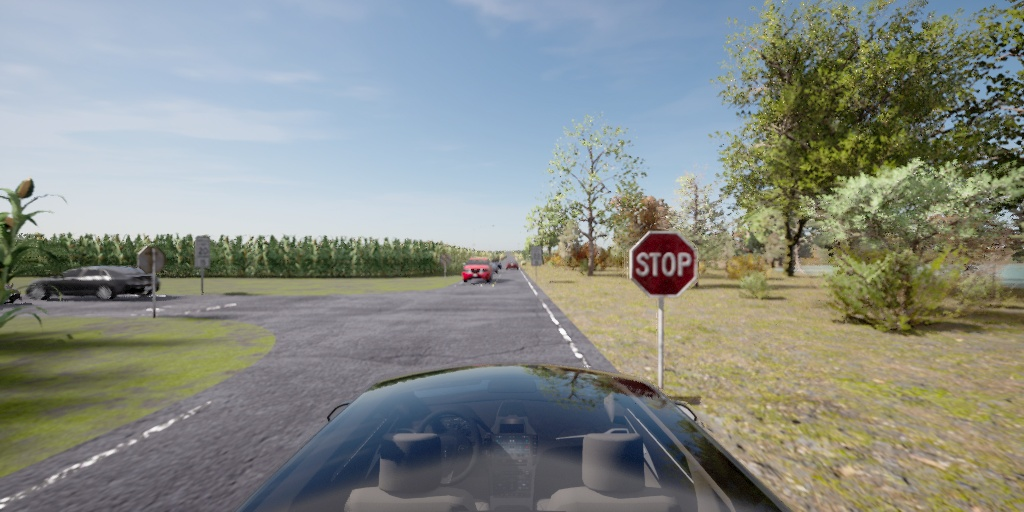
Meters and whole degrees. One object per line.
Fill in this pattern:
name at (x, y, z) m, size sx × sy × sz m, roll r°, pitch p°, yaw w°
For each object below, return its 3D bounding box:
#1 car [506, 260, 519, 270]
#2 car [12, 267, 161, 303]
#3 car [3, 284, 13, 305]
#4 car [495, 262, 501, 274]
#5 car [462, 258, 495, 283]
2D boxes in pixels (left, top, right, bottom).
car at (0.057, 1.472, 60.480) m, size 2.097 × 1.767 × 4.553 m, roll 0°, pitch 0°, yaw 1°
car at (-19.220, 1.238, 16.566) m, size 4.892 × 1.490 × 1.837 m, roll 0°, pitch 0°, yaw -1°
car at (-21.670, 1.291, 13.581) m, size 4.181 × 1.385 × 1.994 m, roll 0°, pitch 0°, yaw -1°
car at (-2.838, 1.573, 47.378) m, size 1.812 × 1.442 × 4.674 m, roll 0°, pitch 0°, yaw 0°
car at (-2.843, 1.170, 30.492) m, size 2.150 × 2.045 × 5.566 m, roll 0°, pitch 0°, yaw 0°
